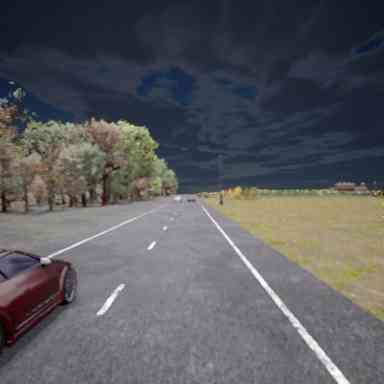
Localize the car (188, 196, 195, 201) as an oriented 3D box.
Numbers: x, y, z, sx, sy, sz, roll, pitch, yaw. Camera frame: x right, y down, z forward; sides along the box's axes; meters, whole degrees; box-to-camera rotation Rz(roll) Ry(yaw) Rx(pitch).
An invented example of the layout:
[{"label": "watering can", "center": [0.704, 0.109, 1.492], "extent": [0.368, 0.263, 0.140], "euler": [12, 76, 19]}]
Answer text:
[{"label": "car", "center": [-0.117, 1.740, 93.223], "extent": [1.994, 1.385, 4.181], "euler": [-1, 0, 0]}]

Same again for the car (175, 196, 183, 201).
[{"label": "car", "center": [-3.615, 1.839, 93.248], "extent": [1.895, 1.301, 4.718], "euler": [-1, 0, 0]}]

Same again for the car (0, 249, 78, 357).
[{"label": "car", "center": [-3.490, 1.642, 5.608], "extent": [1.994, 1.385, 4.181], "euler": [-1, 0, 0]}]

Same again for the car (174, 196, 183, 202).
[{"label": "car", "center": [-3.599, 1.857, 83.177], "extent": [1.812, 1.442, 4.674], "euler": [-1, 0, 0]}]

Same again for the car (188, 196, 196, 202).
[{"label": "car", "center": [-0.099, 1.828, 83.149], "extent": [1.994, 1.385, 4.181], "euler": [-1, 0, 0]}]
